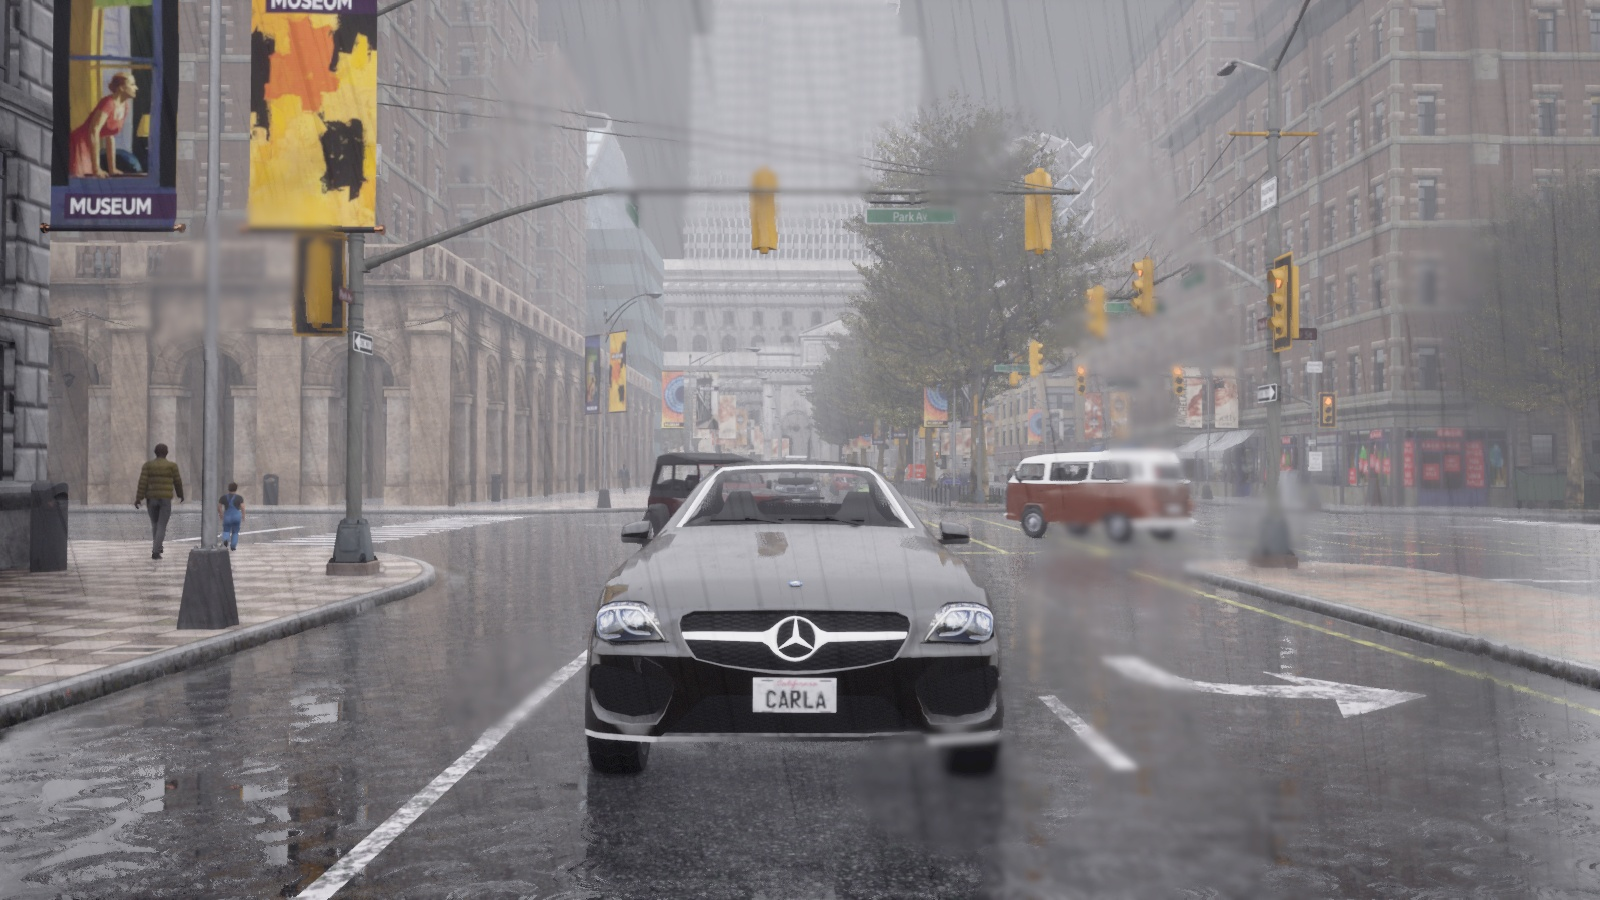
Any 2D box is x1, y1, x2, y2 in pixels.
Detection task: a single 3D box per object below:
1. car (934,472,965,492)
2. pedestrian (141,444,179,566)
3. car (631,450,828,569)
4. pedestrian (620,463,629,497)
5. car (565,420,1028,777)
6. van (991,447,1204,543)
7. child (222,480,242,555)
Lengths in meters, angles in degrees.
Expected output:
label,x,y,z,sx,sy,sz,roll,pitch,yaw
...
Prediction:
label,x,y,z,sx,sy,sz,roll,pitch,yaw
car,11.235,2.370,94.723,1.816,1.474,4.193,0,-1,0
pedestrian,-9.875,0.835,19.382,0.370,1.835,0.726,0,-1,-15
car,-1.322,0.984,21.970,1.905,1.878,3.866,1,-1,-30
pedestrian,-10.257,1.742,73.418,0.423,1.949,0.788,0,-1,0
car,-0.025,0.733,8.363,2.152,1.651,5.027,0,-1,0
van,6.789,0.998,29.078,2.069,2.038,4.480,1,-1,-38
child,-9.751,1.152,21.561,0.270,1.263,0.437,0,-1,-20
